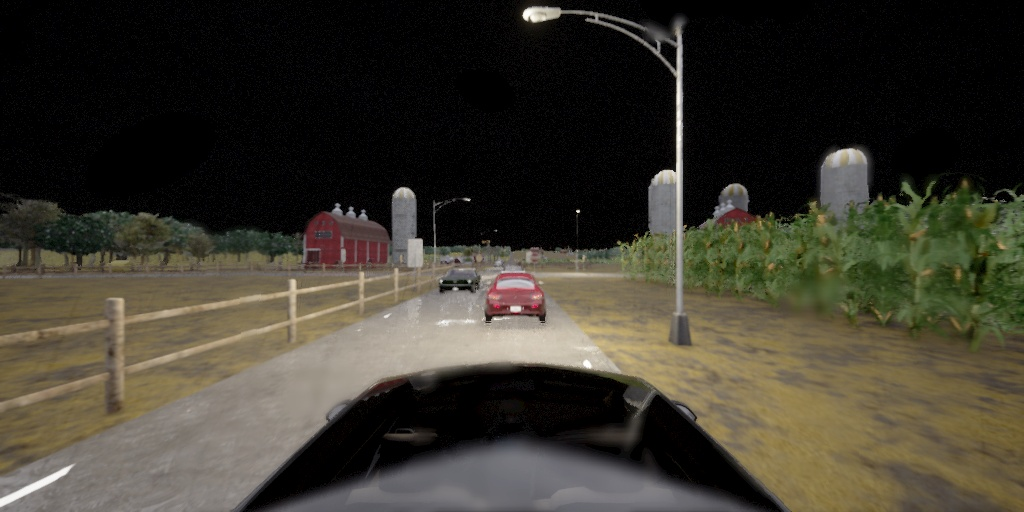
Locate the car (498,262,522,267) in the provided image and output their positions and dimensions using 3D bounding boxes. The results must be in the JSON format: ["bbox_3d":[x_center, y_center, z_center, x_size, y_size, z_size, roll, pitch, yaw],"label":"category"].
[{"bbox_3d":[0.057,1.385,27.631,1.895,1.301,4.718,0,0,-2],"label":"car"}]

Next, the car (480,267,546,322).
[{"bbox_3d":[0.104,1.267,12.046,1.812,1.442,4.674,0,0,0],"label":"car"}]

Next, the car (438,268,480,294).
[{"bbox_3d":[-2.832,1.356,20.163,1.895,1.301,4.718,0,0,0],"label":"car"}]
